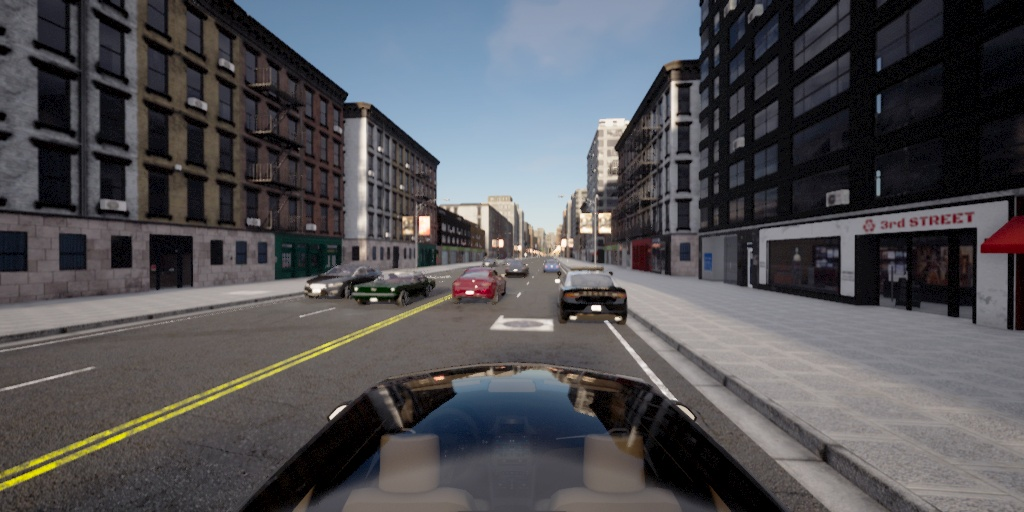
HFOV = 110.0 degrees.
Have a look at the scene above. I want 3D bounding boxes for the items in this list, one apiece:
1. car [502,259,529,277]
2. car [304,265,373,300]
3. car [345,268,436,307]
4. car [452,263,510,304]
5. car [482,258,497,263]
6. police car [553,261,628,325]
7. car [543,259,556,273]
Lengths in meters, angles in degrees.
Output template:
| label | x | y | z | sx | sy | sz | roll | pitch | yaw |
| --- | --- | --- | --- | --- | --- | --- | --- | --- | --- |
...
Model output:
| label | x | y | z | sx | sy | sz | roll | pitch | yaw |
| --- | --- | --- | --- | --- | --- | --- | --- | --- | --- |
| car | 0.505 | 1.232 | 33.717 | 1.994 | 1.385 | 4.181 | 0 | 0 | 6 |
| car | -7.971 | 1.201 | 17.549 | 2.128 | 1.511 | 4.902 | 0 | 0 | 6 |
| car | -4.920 | 1.316 | 15.537 | 1.895 | 1.301 | 4.718 | 0 | 0 | 6 |
| car | -1.380 | 1.241 | 16.164 | 1.812 | 1.442 | 4.674 | 0 | 0 | 6 |
| car | -3.601 | 1.096 | 58.070 | 2.128 | 1.511 | 4.902 | 0 | 0 | 6 |
| police car | 2.477 | 1.153 | 11.938 | 1.930 | 1.638 | 5.238 | 0 | 0 | 6 |
| car | 4.581 | 1.197 | 41.412 | 2.033 | 1.411 | 5.357 | 0 | 0 | 6 |
